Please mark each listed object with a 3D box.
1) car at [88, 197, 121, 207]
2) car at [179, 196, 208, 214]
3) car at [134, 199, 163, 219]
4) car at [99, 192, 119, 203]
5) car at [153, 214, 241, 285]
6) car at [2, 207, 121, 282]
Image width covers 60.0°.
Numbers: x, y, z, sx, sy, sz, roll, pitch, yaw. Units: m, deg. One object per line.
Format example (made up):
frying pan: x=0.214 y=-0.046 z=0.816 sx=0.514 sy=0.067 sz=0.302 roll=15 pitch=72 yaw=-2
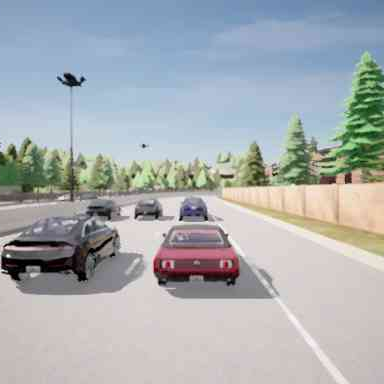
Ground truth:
car: x=-6.885 y=1.306 z=26.233 sx=1.837 sy=1.490 sz=4.892 roll=0 pitch=1 yaw=0
car: x=0.114 y=1.151 z=26.094 sx=2.097 sy=1.767 sz=4.553 roll=0 pitch=0 yaw=0
car: x=-3.385 y=1.289 z=26.550 sx=2.128 sy=1.511 sz=4.902 roll=0 pitch=1 yaw=0
car: x=-14.008 y=0.922 z=56.341 sx=2.097 sy=1.767 sz=4.553 roll=0 pitch=0 yaw=1
car: x=0.105 y=1.529 z=9.217 sx=1.895 sy=1.301 sz=4.718 roll=0 pitch=0 yaw=0
car: x=-3.395 y=1.419 z=9.536 sx=2.128 sy=1.511 sz=4.902 roll=0 pitch=1 yaw=0
